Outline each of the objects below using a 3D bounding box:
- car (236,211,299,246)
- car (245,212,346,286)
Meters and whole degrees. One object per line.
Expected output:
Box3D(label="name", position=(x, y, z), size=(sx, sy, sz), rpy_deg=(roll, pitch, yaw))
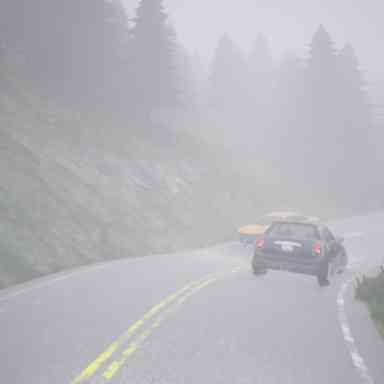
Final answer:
Box3D(label="car", position=(4.352, 1.782, 16.635), size=(5.008, 1.535, 1.882), rpy_deg=(-4, 3, -39))
Box3D(label="car", position=(3.666, 1.759, 10.819), size=(2.097, 1.767, 4.553), rpy_deg=(2, -5, 31))
